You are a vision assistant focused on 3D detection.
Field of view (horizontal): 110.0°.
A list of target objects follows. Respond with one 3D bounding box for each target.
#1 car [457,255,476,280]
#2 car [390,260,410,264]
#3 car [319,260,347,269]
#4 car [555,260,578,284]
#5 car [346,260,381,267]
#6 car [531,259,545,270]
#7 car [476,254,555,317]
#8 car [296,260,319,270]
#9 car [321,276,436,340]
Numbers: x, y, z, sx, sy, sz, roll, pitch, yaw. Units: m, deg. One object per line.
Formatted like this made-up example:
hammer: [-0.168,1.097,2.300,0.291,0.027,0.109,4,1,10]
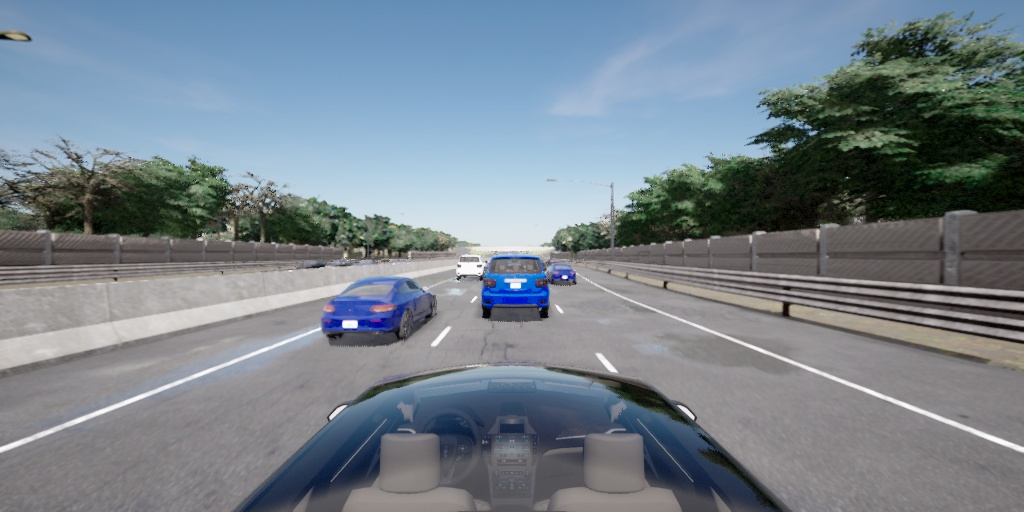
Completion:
car: [-3.320,0.943,30.483,2.150,2.045,5.566,0,0,0]
car: [-13.902,1.207,44.637,2.128,1.511,4.902,0,0,1]
car: [-20.911,1.206,43.762,2.128,1.511,4.902,0,0,1]
car: [3.559,1.250,26.349,1.812,1.442,4.674,0,0,0]
car: [-17.421,1.262,43.241,2.033,1.411,5.357,0,0,1]
car: [3.761,1.221,53.083,1.837,1.490,4.892,0,0,1]
car: [0.113,0.960,13.193,2.150,2.045,5.566,0,0,0]
car: [-23.686,1.192,42.822,1.882,1.535,5.008,0,0,-3]
car: [-3.393,1.267,9.829,1.812,1.442,4.674,0,0,0]
